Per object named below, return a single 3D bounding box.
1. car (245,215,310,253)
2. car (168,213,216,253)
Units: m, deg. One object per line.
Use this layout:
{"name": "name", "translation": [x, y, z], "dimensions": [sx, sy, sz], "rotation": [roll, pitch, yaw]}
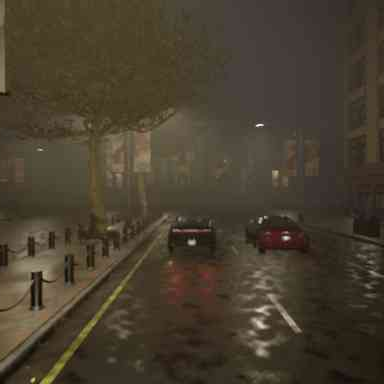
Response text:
{"name": "car", "translation": [3.503, 1.698, 14.357], "dimensions": [1.994, 1.385, 4.181], "rotation": [0, 0, 0]}
{"name": "car", "translation": [0.003, 1.625, 14.295], "dimensions": [2.128, 1.511, 4.902], "rotation": [0, 0, 0]}
